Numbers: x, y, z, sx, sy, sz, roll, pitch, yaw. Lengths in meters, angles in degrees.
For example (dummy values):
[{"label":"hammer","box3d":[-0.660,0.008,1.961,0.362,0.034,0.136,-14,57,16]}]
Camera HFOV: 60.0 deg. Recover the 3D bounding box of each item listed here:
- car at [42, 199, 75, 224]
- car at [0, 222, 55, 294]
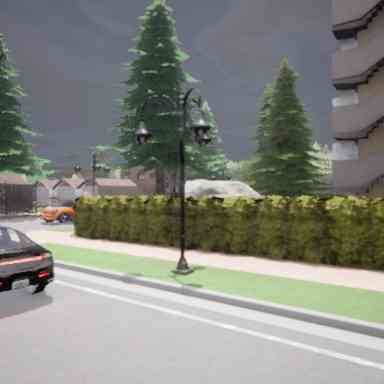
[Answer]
[{"label":"car","box3d":[-8.987,1.418,25.599,2.097,1.767,4.553,0,0,35]},{"label":"car","box3d":[-5.126,1.531,7.736,4.902,1.511,2.128,-1,0,38]}]
